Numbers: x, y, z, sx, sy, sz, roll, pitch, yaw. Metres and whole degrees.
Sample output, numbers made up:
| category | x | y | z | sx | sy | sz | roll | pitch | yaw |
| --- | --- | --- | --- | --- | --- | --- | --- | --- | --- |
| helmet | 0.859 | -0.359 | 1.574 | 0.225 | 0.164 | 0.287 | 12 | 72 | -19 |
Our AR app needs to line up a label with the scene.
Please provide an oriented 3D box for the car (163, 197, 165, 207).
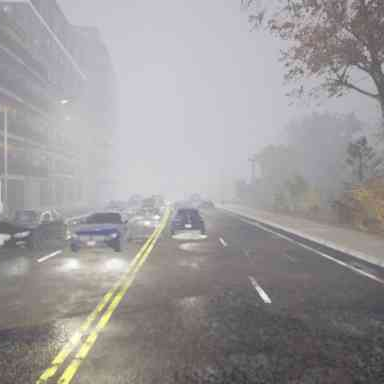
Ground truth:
| category | x | y | z | sx | sy | sz | roll | pitch | yaw |
| --- | --- | --- | --- | --- | --- | --- | --- | --- | --- |
| car | -5.499 | 1.359 | 53.034 | 2.150 | 2.045 | 5.566 | 0 | 0 | -5 |

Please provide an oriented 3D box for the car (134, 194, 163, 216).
| category | x | y | z | sx | sy | sz | roll | pitch | yaw |
| --- | --- | --- | --- | --- | --- | --- | --- | --- | --- |
| car | -4.314 | 1.383 | 33.532 | 2.097 | 1.767 | 4.553 | 0 | 0 | -3 |

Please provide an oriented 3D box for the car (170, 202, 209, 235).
| category | x | y | z | sx | sy | sz | roll | pitch | yaw |
| --- | --- | --- | --- | --- | --- | --- | --- | --- | --- |
| car | -0.259 | 1.544 | 19.027 | 1.812 | 1.442 | 4.674 | 0 | 0 | -2 |

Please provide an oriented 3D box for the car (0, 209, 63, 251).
| category | x | y | z | sx | sy | sz | roll | pitch | yaw |
| --- | --- | --- | --- | --- | --- | --- | --- | --- | --- |
| car | -6.828 | 1.509 | 14.118 | 2.128 | 1.511 | 4.902 | 0 | 0 | -1 |

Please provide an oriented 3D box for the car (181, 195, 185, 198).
| category | x | y | z | sx | sy | sz | roll | pitch | yaw |
| --- | --- | --- | --- | --- | --- | --- | --- | --- | --- |
| car | -1.380 | 1.394 | 77.453 | 2.097 | 1.767 | 4.553 | 0 | 0 | -7 |

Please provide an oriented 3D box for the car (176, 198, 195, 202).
| category | x | y | z | sx | sy | sz | roll | pitch | yaw |
| --- | --- | --- | --- | --- | --- | --- | --- | --- | --- |
| car | -1.060 | 1.632 | 37.180 | 1.895 | 1.301 | 4.718 | 0 | 0 | -3 |

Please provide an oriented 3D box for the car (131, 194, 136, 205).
| category | x | y | z | sx | sy | sz | roll | pitch | yaw |
| --- | --- | --- | --- | --- | --- | --- | --- | --- | --- |
| car | -8.739 | 1.372 | 52.771 | 2.150 | 2.045 | 5.566 | 0 | 0 | -5 |

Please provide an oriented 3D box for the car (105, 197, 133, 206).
| category | x | y | z | sx | sy | sz | roll | pitch | yaw |
| --- | --- | --- | --- | --- | --- | --- | --- | --- | --- |
| car | -7.576 | 1.525 | 33.692 | 2.128 | 1.511 | 4.902 | 0 | 0 | -3 |

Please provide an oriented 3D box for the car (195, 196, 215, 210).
| category | x | y | z | sx | sy | sz | roll | pitch | yaw |
| --- | --- | --- | --- | --- | --- | --- | --- | --- | --- |
| car | 1.819 | 1.596 | 42.989 | 1.994 | 1.385 | 4.181 | 0 | 0 | -3 |

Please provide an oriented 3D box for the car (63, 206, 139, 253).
| category | x | y | z | sx | sy | sz | roll | pitch | yaw |
| --- | --- | --- | --- | --- | --- | --- | --- | --- | --- |
| car | -3.571 | 1.542 | 13.955 | 1.812 | 1.442 | 4.674 | 0 | 0 | -1 |

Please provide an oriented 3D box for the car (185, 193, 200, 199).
| category | x | y | z | sx | sy | sz | roll | pitch | yaw |
| --- | --- | --- | --- | --- | --- | --- | --- | --- | --- |
| car | 0.461 | 1.259 | 60.230 | 2.150 | 2.045 | 5.566 | 0 | 0 | -5 |
